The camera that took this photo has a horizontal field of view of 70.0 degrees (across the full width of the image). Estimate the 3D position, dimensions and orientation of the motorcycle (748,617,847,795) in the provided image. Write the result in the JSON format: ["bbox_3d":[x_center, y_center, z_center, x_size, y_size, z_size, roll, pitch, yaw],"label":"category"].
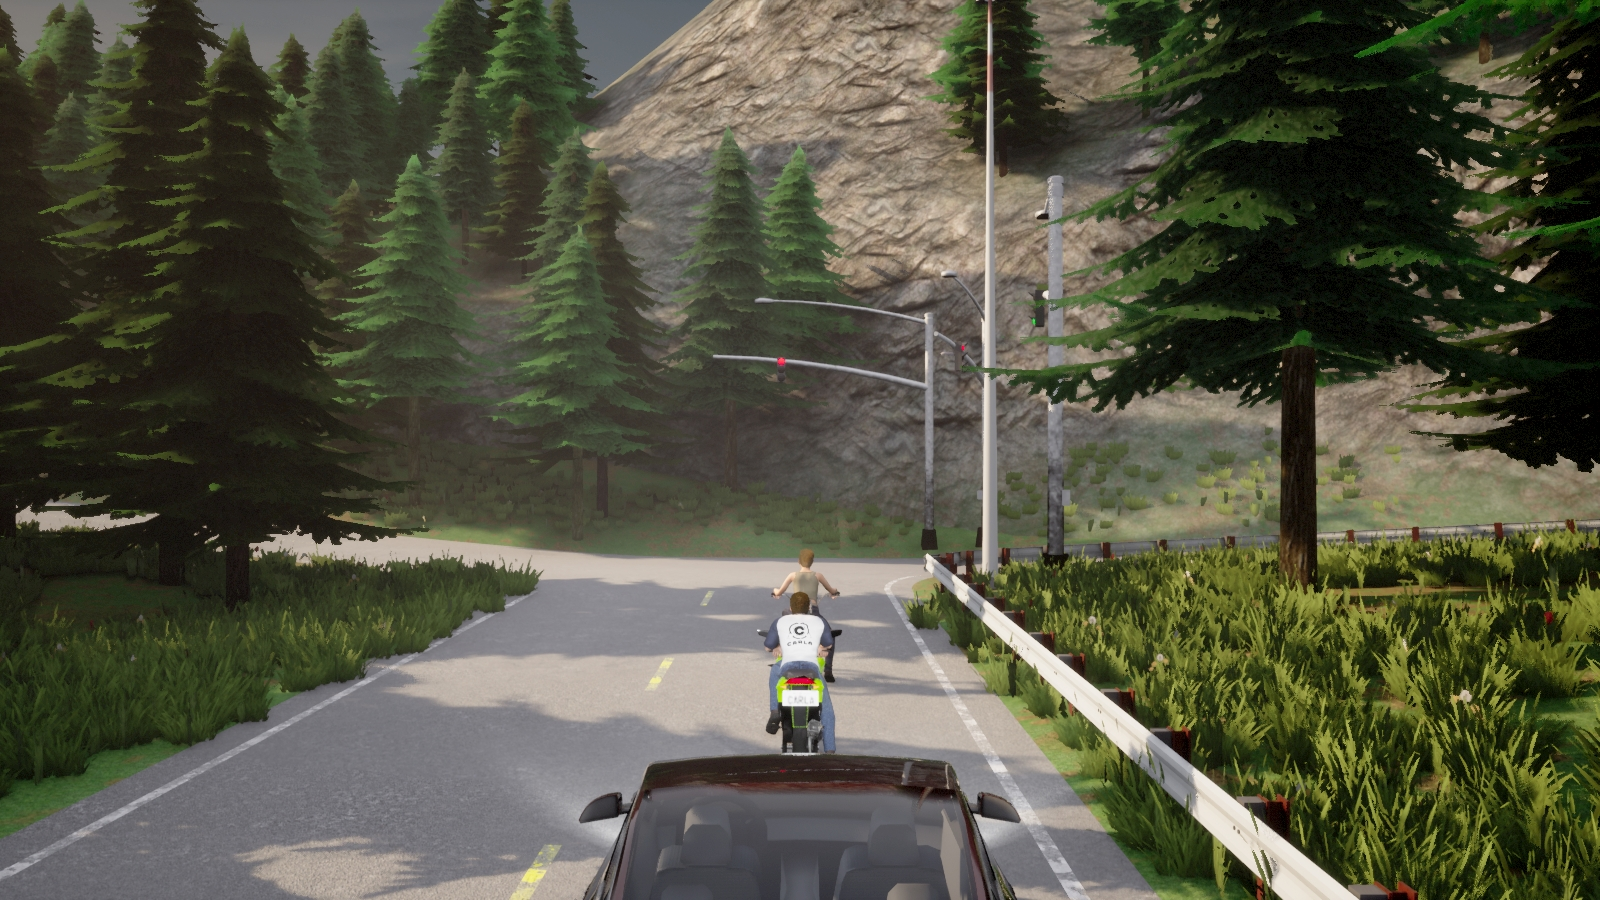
[{"bbox_3d":[-0.020,2.213,10.238,0.803,1.145,2.033,0,0,0],"label":"motorcycle"}]

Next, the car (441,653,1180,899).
[{"bbox_3d":[0.029,2.063,5.012,2.163,1.488,4.792,0,0,0],"label":"car"}]

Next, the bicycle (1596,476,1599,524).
[{"bbox_3d":[21.727,1.355,29.474,1.835,1.471,0.329,-5,-2,26],"label":"bicycle"}]
